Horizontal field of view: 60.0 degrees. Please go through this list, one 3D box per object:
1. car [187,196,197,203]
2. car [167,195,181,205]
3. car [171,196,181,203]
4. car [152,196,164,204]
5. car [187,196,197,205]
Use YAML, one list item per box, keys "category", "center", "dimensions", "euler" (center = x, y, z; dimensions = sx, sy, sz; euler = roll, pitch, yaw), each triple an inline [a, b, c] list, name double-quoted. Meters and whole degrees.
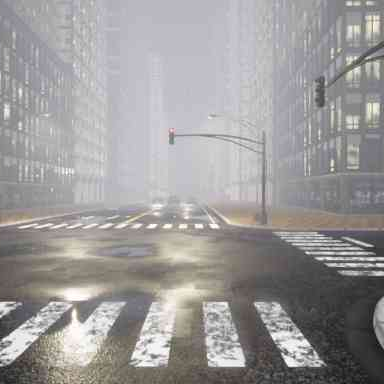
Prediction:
- category: "car"
  center: [-0.021, 1.541, 70.549]
  dimensions: [1.994, 1.385, 4.181]
  euler: [0, 0, 0]
- category: "car"
  center: [-3.268, 1.453, 60.101]
  dimensions: [2.097, 1.767, 4.553]
  euler: [0, 0, 0]
- category: "car"
  center: [-3.271, 1.565, 70.162]
  dimensions: [1.895, 1.301, 4.718]
  euler: [0, 0, 0]
- category: "car"
  center: [-6.519, 1.608, 64.298]
  dimensions: [2.128, 1.511, 4.902]
  euler: [0, 0, 0]
- category: "car"
  center: [-0.018, 1.703, 60.577]
  dimensions: [1.895, 1.301, 4.718]
  euler: [0, 0, 0]
